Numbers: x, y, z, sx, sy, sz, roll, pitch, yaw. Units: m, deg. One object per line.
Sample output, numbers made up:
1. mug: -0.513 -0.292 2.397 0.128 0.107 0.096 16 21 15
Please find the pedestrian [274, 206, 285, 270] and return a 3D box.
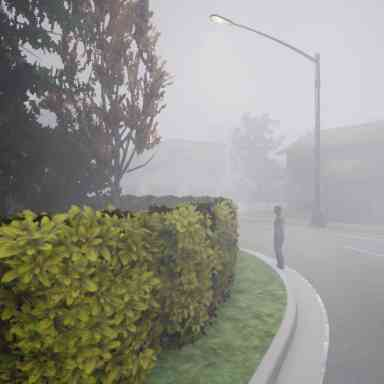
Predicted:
1. pedestrian: 2.558 1.294 9.650 0.375 1.860 0.375 0 0 -3
